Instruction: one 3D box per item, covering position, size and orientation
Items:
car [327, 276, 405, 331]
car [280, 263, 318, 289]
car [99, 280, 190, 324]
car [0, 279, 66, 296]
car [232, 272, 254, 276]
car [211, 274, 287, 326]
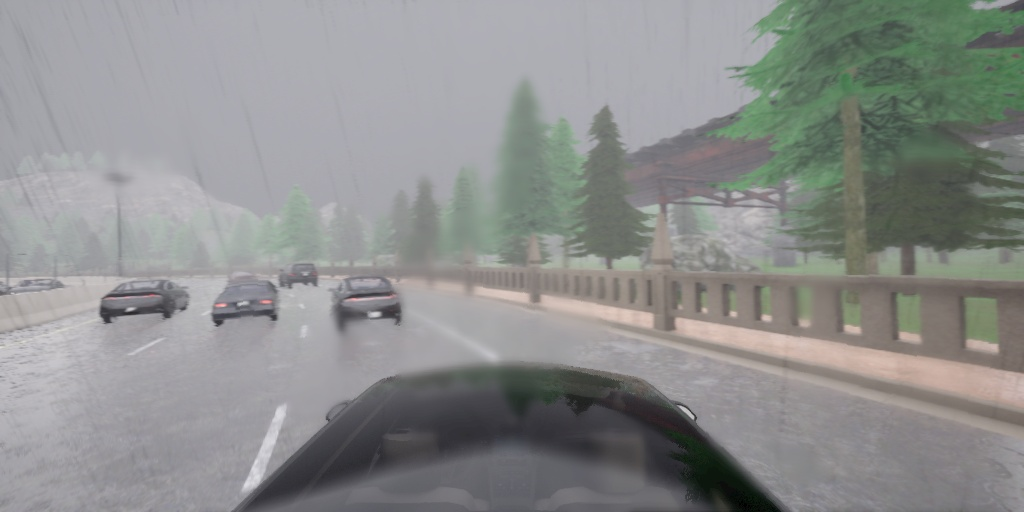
[{"bbox_3d":[-4.911,1.428,11.922,2.128,1.511,4.902,-1,0,-29],"label":"car"},{"bbox_3d":[-18.402,1.635,30.873,2.150,2.045,5.566,-1,0,-41],"label":"car"},{"bbox_3d":[-14.810,1.732,14.689,2.128,1.511,4.902,-1,0,-33],"label":"car"},{"bbox_3d":[-30.427,2.227,23.036,2.128,1.511,4.902,-1,0,-43],"label":"car"},{"bbox_3d":[-22.981,2.073,30.640,1.812,1.442,4.674,-1,0,-43],"label":"car"},{"bbox_3d":[-9.919,1.639,13.641,2.033,1.411,5.357,-2,0,-32],"label":"car"}]
